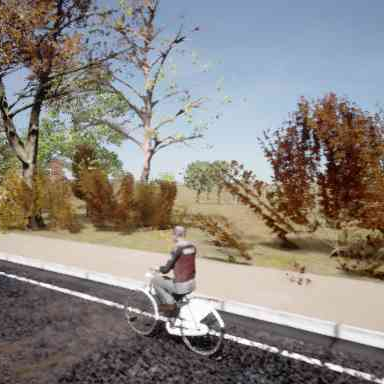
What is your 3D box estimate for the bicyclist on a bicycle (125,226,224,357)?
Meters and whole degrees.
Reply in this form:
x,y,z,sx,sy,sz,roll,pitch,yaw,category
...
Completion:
x,y,z,sx,sy,sz,roll,pitch,yaw,category
-0.353,1.370,4.876,1.843,1.776,0.659,0,0,35,bicyclist on a bicycle
